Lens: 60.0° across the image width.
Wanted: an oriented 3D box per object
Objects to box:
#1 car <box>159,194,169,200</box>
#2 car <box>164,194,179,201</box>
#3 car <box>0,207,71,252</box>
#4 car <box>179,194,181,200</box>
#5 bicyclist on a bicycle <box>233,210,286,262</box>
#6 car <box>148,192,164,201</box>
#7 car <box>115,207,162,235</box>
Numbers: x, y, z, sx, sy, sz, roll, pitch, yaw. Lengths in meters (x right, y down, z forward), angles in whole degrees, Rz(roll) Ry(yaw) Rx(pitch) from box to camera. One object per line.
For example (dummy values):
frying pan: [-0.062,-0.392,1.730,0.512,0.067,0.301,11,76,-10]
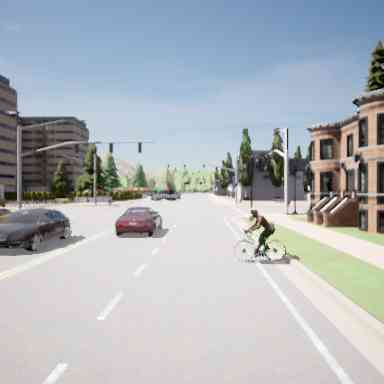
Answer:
car: [-7.510,1.328,89.981,2.033,1.411,5.357,0,0,2]
car: [-4.544,1.421,74.184,1.895,1.301,4.718,0,0,2]
car: [-6.672,1.471,13.875,1.837,1.490,4.892,0,0,2]
car: [-4.012,1.290,89.856,1.837,1.490,4.892,0,0,2]
bicyclist on a bicycle: [2.108,1.374,10.359,1.656,1.620,0.582,0,0,2]
car: [-8.041,1.350,74.344,2.128,1.511,4.902,0,0,2]
car: [-2.837,1.520,18.349,1.994,1.385,4.181,0,0,2]
